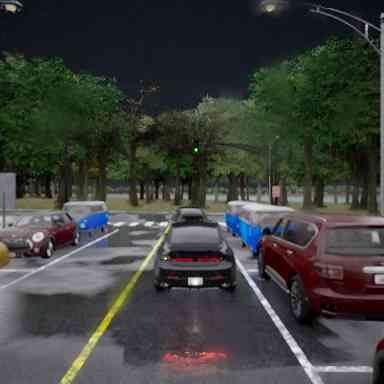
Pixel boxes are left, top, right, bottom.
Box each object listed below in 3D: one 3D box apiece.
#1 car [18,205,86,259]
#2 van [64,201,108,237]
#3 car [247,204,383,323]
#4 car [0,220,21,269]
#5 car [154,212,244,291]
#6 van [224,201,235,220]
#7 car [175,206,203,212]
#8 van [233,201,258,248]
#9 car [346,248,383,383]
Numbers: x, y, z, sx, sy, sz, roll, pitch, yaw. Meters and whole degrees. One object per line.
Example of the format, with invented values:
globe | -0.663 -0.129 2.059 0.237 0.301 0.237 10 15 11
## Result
car | -5.770 1.490 12.590 1.967 1.590 4.097 0 0 0
van | -5.773 1.412 18.028 1.690 1.788 3.998 0 0 0
car | 2.758 1.343 7.158 2.192 1.841 5.009 0 0 0
car | -5.767 1.553 6.982 1.752 1.417 4.829 0 0 0
car | 0.075 1.542 9.111 1.837 1.490 4.892 0 0 0
van | 2.752 1.413 18.033 1.690 1.788 3.998 0 0 0
car | -0.229 1.583 19.313 1.837 1.490 4.892 0 0 -6
van | 2.755 1.391 12.595 1.690 1.788 3.998 0 0 0
car | 2.762 1.447 1.720 1.967 1.590 4.097 0 0 0
